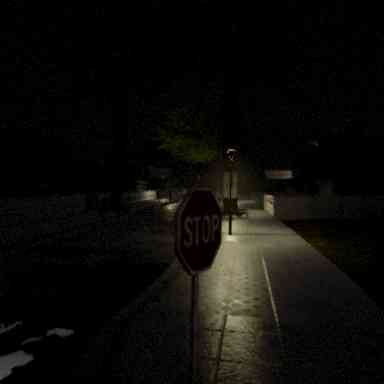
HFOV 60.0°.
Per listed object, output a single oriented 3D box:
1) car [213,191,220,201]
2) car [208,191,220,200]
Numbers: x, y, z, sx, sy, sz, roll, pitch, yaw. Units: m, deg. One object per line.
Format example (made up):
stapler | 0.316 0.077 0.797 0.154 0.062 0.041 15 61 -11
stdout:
car | 2.521 0.634 45.864 1.882 1.535 5.008 1 1 7
car | 3.716 0.545 55.721 1.812 1.442 4.674 1 1 7
